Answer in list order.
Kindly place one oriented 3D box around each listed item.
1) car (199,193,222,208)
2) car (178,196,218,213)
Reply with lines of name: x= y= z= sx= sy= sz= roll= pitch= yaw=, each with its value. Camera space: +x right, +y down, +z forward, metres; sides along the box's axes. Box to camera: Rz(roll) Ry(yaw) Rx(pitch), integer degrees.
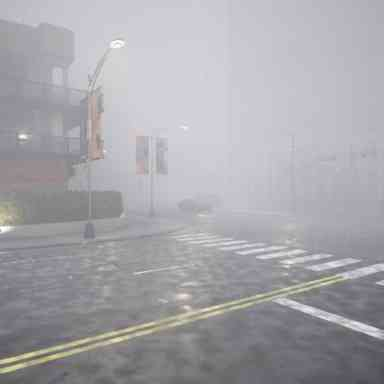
car: x=2.057 y=1.232 z=48.850 sx=2.150 sy=2.045 sz=5.566 roll=0 pitch=0 yaw=-33
car: x=0.288 y=1.485 z=37.142 sx=1.882 sy=1.535 sz=5.008 roll=0 pitch=0 yaw=-35
